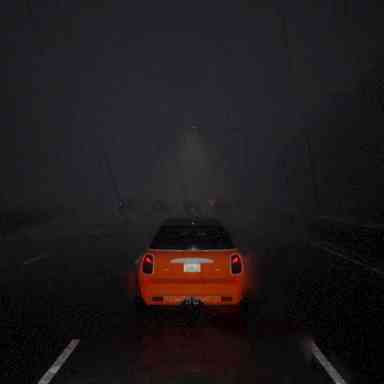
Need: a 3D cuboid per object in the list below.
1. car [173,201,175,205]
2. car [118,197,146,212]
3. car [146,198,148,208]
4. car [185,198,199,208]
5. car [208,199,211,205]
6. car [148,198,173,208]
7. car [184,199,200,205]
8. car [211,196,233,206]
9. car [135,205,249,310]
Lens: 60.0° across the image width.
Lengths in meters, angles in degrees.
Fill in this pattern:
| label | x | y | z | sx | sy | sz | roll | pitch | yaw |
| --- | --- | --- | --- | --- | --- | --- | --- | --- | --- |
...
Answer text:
| label | x | y | z | sx | sy | sz | roll | pitch | yaw |
| --- | --- | --- | --- | --- | --- | --- | --- | --- | --- |
| car | -3.488 | 1.594 | 48.258 | 1.895 | 1.301 | 4.718 | 0 | 0 | 0 |
| car | -6.991 | 1.347 | 38.148 | 2.097 | 1.767 | 4.553 | 0 | 0 | 0 |
| car | -6.988 | 1.557 | 48.226 | 1.994 | 1.385 | 4.181 | 0 | 0 | 0 |
| car | 0.012 | 1.594 | 48.287 | 1.895 | 1.301 | 4.718 | 0 | 0 | 0 |
| car | 3.512 | 1.345 | 48.179 | 2.097 | 1.767 | 4.553 | 0 | 0 | 0 |
| car | -3.491 | 1.472 | 37.794 | 1.882 | 1.535 | 5.008 | 0 | 0 | 0 |
| car | 0.009 | 1.596 | 38.239 | 1.895 | 1.301 | 4.718 | 0 | 0 | 0 |
| car | 3.509 | 1.472 | 37.792 | 1.882 | 1.535 | 5.008 | 0 | 0 | 0 |
| car | 0.002 | 1.351 | 7.968 | 2.097 | 1.767 | 4.553 | 0 | 0 | 0 |
